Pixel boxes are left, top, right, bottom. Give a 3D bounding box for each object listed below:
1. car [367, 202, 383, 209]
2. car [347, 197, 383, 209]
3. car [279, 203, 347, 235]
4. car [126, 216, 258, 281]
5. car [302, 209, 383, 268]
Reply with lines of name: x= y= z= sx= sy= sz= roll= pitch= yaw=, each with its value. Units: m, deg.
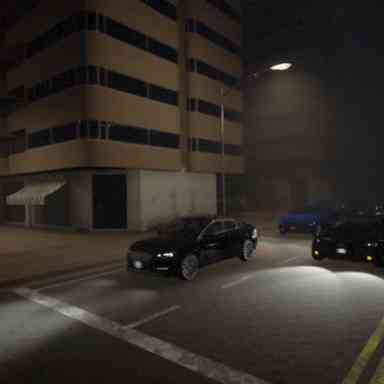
car: x=11.148 y=1.403 z=17.852 sx=1.895 sy=1.301 sz=4.718 roll=-1 pitch=0 yaw=40
car: x=12.624 y=1.317 z=25.118 sx=2.033 sy=1.411 sz=5.357 roll=-1 pitch=0 yaw=40
car: x=6.297 y=1.378 z=17.486 sx=1.882 sy=1.535 sz=5.008 roll=-1 pitch=0 yaw=40
car: x=0.231 y=1.517 z=10.186 sx=2.128 sy=1.511 sz=4.902 roll=-1 pitch=0 yaw=40
car: x=5.559 y=1.481 z=11.108 sx=1.994 sy=1.385 sz=4.181 roll=-1 pitch=0 yaw=40
